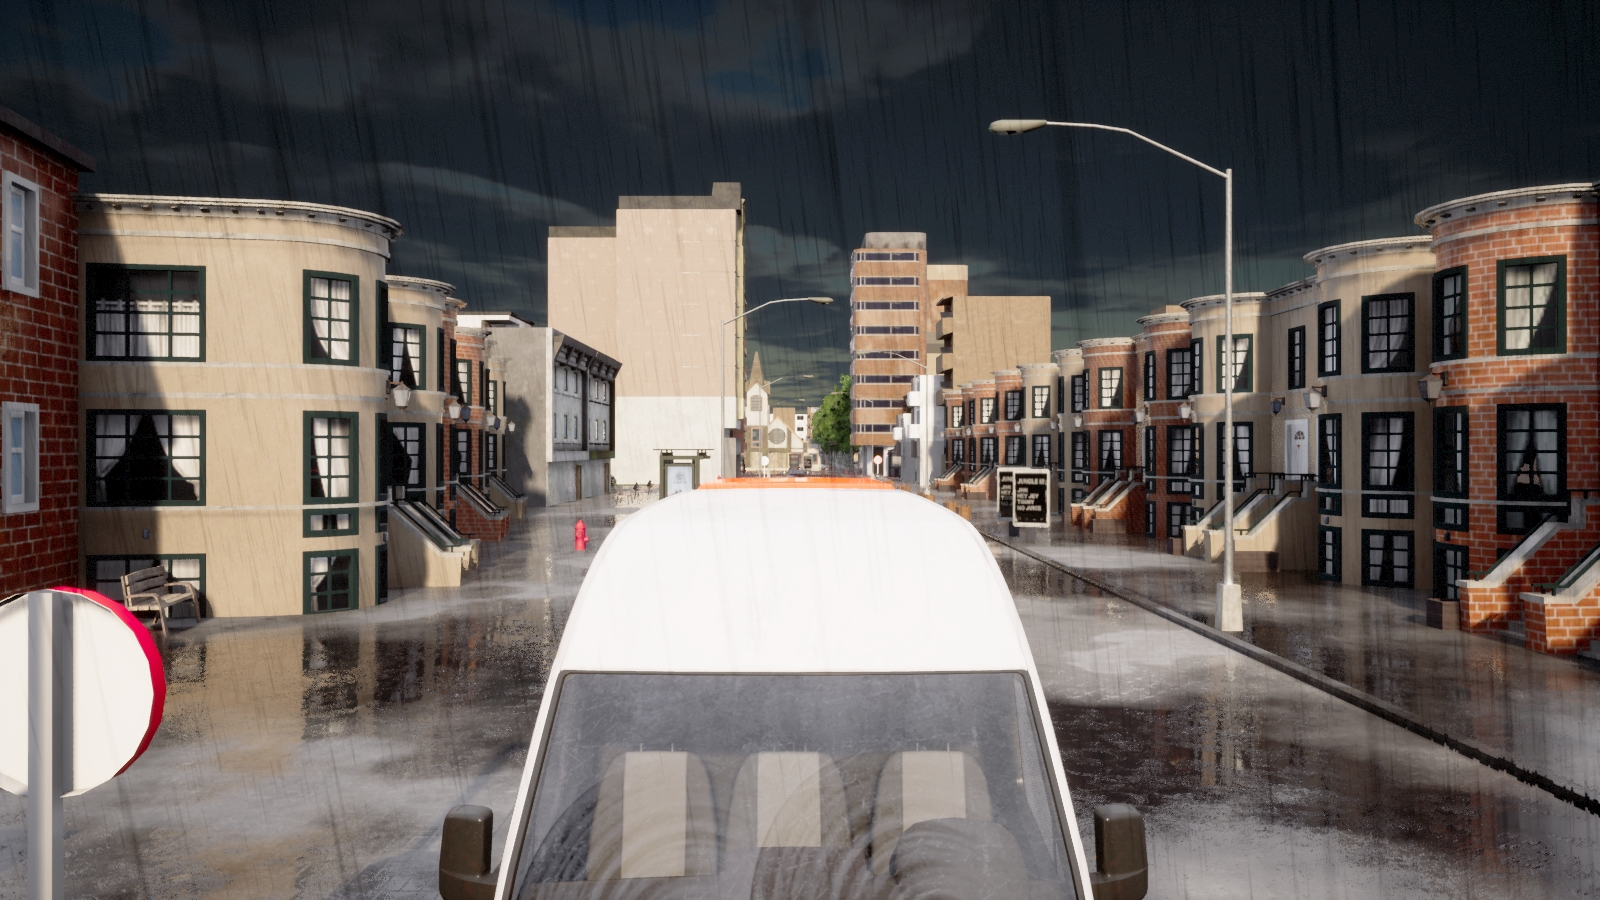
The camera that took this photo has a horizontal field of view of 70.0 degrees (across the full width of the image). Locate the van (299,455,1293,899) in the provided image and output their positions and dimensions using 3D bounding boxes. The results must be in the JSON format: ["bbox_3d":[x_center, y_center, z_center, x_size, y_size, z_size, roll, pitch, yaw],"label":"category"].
[{"bbox_3d":[-0.019,1.314,5.243,1.988,2.561,5.915,0,0,0],"label":"van"}]
